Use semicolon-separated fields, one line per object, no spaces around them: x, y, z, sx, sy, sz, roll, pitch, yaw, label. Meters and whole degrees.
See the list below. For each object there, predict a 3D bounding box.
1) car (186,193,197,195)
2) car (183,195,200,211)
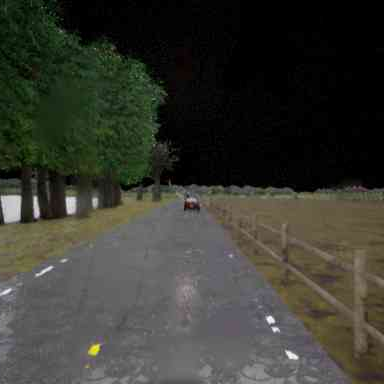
-0.053;1.186;50.786;2.150;2.045;5.566;0;0;0;car
-0.042;1.432;40.330;1.882;1.535;5.008;0;0;0;car
